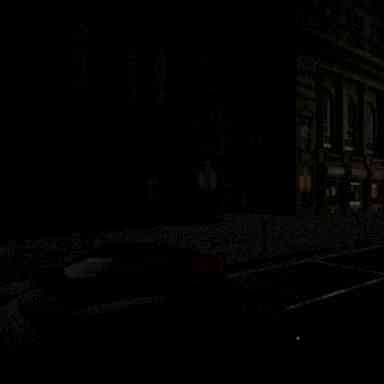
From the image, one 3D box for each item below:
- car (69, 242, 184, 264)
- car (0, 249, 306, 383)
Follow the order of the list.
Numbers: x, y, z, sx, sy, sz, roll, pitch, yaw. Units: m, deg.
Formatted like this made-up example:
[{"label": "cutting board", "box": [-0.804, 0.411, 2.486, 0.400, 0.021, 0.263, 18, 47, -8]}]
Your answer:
[{"label": "car", "box": [-1.258, 1.582, 5.747, 4.206, 1.307, 1.802, 0, 0, -35]}, {"label": "car", "box": [-0.999, 1.526, 2.666, 4.674, 1.442, 1.812, 0, 0, -35]}]
